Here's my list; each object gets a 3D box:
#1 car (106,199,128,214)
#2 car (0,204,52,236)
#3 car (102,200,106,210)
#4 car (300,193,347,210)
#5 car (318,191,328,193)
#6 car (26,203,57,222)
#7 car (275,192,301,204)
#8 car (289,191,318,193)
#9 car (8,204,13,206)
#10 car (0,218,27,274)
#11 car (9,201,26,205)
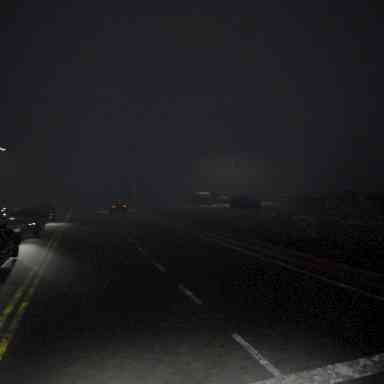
[{"bbox_3d":[-8.713,1.743,38.941,1.812,1.442,4.674,-1,0,-18],"label":"car"},{"bbox_3d":[-9.754,1.728,19.487,2.128,1.511,4.902,-1,0,-18],"label":"car"},{"bbox_3d":[-11.992,1.804,48.619,1.837,1.490,4.892,-1,0,-18],"label":"car"},{"bbox_3d":[13.508,1.087,34.438,1.970,1.475,3.806,-1,0,-18],"label":"car"},{"bbox_3d":[19.531,0.707,52.381,1.932,1.855,4.605,-1,0,-18],"label":"car"},{"bbox_3d":[-13.013,1.821,29.303,1.837,1.490,4.892,-1,0,-18],"label":"car"},{"bbox_3d":[14.256,1.074,50.587,1.970,1.475,3.806,-1,0,-18],"label":"car"},{"bbox_3d":[17.004,0.978,51.493,1.784,1.438,3.905,-1,0,-18],"label":"car"},{"bbox_3d":[-15.228,1.915,24.849,2.033,1.411,5.357,-1,0,-18],"label":"car"},{"bbox_3d":[-6.805,1.765,10.645,1.895,1.301,4.718,-1,0,-18],"label":"car"},{"bbox_3d":[-18.829,1.810,35.800,2.097,1.767,4.553,-1,0,-18],"label":"car"}]
